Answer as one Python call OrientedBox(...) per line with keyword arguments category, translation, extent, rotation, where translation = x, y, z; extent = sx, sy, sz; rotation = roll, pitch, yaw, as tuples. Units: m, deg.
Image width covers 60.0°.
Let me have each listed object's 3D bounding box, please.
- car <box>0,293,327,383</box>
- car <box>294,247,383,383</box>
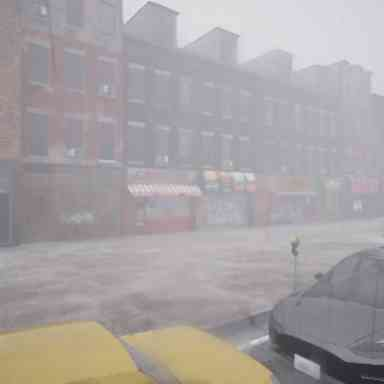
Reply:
OrientedBox(category="car", translation=(-1.513, 1.524, 1.733), extent=(4.829, 1.417, 1.752), rotation=(0, 0, -36))
OrientedBox(category="car", translation=(3.063, 1.594, 4.999), extent=(4.313, 1.339, 1.947), rotation=(0, 0, -36))
